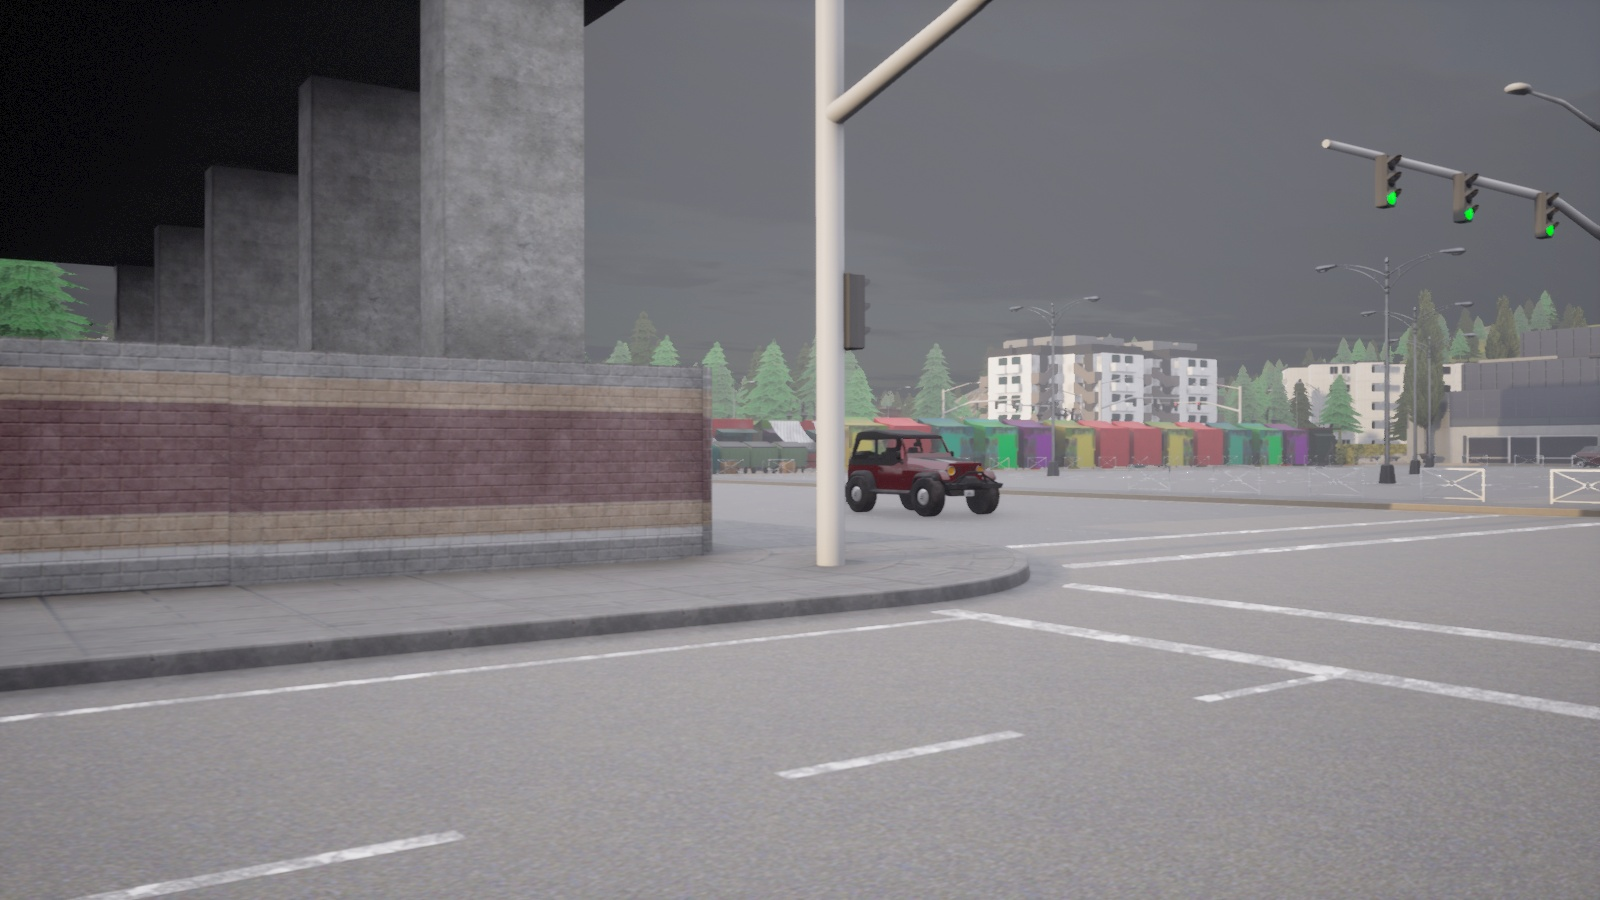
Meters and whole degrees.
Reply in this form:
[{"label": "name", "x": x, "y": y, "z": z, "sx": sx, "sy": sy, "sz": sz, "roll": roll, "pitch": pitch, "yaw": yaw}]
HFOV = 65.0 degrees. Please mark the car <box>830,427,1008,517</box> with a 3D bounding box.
[{"label": "car", "x": 2.600, "y": 0.455, "z": 28.123, "sx": 1.905, "sy": 1.878, "sz": 3.866, "roll": 0, "pitch": 0, "yaw": -35}]
